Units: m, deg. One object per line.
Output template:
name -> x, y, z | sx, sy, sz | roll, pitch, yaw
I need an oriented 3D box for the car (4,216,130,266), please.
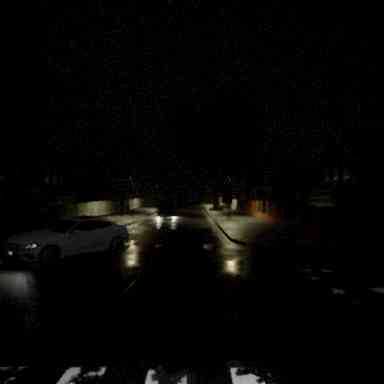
car -> -4.336, 1.639, 12.296 | 1.812, 1.442, 4.674 | 2, 1, 34

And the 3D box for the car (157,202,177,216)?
car -> -2.724, 1.805, 36.825 | 1.882, 1.535, 5.008 | 0, 0, 0
